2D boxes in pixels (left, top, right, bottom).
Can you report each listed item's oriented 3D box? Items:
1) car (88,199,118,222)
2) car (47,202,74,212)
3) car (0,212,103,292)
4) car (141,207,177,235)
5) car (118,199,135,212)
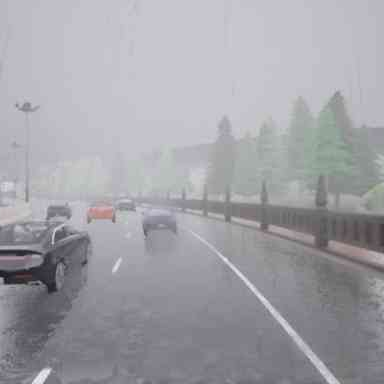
[{"bbox_3d":[-7.345,1.441,27.047,2.097,1.767,4.553,0,0,-15],"label":"car"},{"bbox_3d":[-11.661,1.617,29.424,1.837,1.490,4.892,0,0,-17],"label":"car"},{"bbox_3d":[-4.011,1.528,8.900,2.128,1.511,4.902,0,0,-5],"label":"car"},{"bbox_3d":[-1.954,1.576,19.366,1.812,1.442,4.674,0,0,-10],"label":"car"},{"bbox_3d":[-8.247,1.599,40.561,1.882,1.535,5.008,0,0,-22],"label":"car"}]
